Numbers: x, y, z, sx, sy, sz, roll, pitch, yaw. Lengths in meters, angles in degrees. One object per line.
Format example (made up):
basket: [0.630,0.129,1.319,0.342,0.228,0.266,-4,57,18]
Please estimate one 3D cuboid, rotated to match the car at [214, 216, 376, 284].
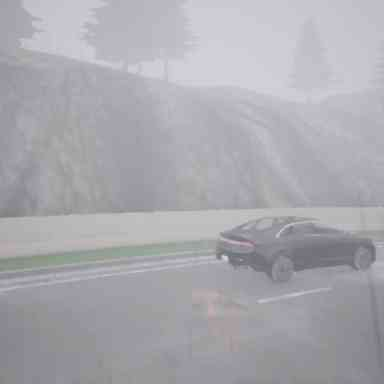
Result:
car: [2.987,1.427,9.283,4.902,1.511,2.128,0,0,-27]
